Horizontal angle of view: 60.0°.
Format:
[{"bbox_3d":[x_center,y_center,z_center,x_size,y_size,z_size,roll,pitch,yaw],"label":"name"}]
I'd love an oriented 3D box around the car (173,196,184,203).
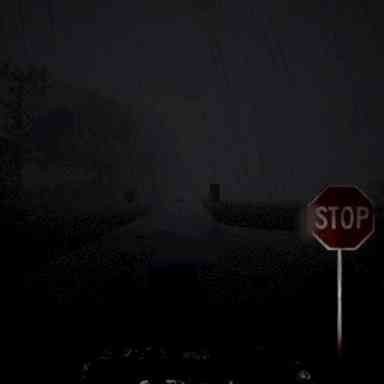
[{"bbox_3d":[-2.593,1.488,65.354,1.994,1.385,4.181,0,0,0],"label":"car"}]
